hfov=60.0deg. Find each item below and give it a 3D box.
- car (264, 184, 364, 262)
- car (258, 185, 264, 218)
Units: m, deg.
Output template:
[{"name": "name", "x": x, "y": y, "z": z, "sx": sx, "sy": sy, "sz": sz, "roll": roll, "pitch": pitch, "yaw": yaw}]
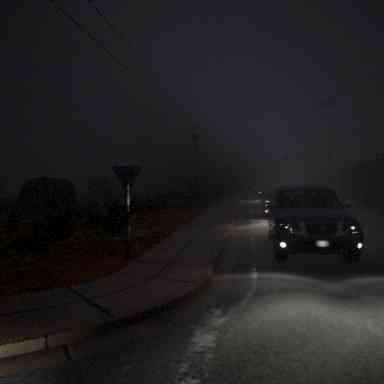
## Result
[{"name": "car", "x": 3.640, "y": 0.805, "z": 10.793, "sx": 2.150, "sy": 2.045, "sz": 5.566, "roll": -1, "pitch": 2, "yaw": 10}, {"name": "car", "x": 5.429, "y": 0.573, "z": 20.963, "sx": 2.097, "sy": 1.767, "sz": 4.553, "roll": -1, "pitch": 2, "yaw": 10}]
